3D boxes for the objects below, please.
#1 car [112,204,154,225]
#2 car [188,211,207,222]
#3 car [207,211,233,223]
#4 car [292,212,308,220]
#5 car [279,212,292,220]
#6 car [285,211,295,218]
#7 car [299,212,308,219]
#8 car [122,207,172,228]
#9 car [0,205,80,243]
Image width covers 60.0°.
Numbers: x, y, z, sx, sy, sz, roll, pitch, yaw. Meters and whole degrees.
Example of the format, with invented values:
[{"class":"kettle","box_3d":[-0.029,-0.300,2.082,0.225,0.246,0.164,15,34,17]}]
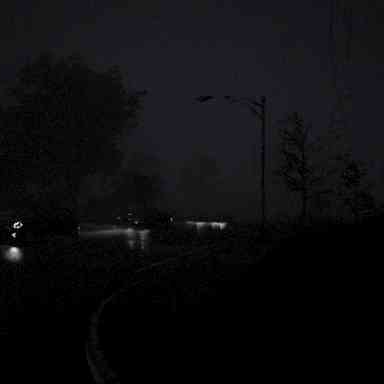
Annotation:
[{"class":"car","box_3d":[-5.454,2.162,32.492,2.150,2.045,5.566,0,-4,23]},{"class":"car","box_3d":[0.990,3.449,47.370,1.812,1.442,4.674,0,-4,24]},{"class":"car","box_3d":[4.318,3.433,46.242,2.128,1.511,4.902,0,-4,24]},{"class":"car","box_3d":[24.481,5.582,75.371,2.033,1.411,5.357,0,-3,23]},{"class":"car","box_3d":[21.421,5.421,77.115,2.097,1.767,4.553,0,-3,23]},{"class":"car","box_3d":[25.342,5.821,86.253,1.882,1.535,5.008,0,-1,23]},{"class":"car","box_3d":[28.558,5.868,84.872,1.812,1.442,4.674,0,-1,23]},{"class":"car","box_3d":[-3.411,2.256,28.380,2.128,1.511,4.902,0,-3,23]},{"class":"car","box_3d":[-8.080,1.596,17.497,2.097,1.767,4.553,0,-2,23]}]
